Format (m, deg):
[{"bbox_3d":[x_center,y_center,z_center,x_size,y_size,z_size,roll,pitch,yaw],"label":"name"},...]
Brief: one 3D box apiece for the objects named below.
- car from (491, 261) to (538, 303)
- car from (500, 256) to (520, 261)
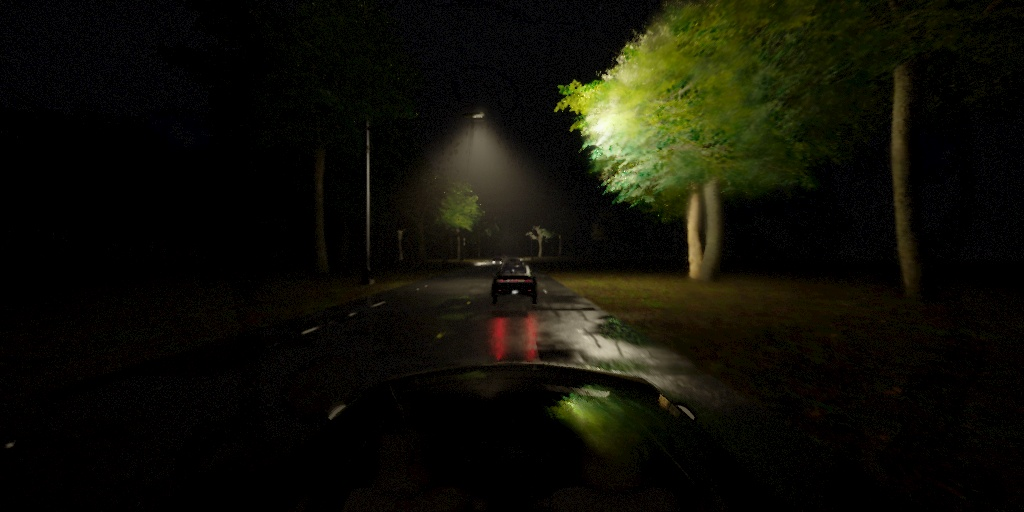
[{"bbox_3d":[0.100,1.132,15.829,2.128,1.511,4.902,0,0,0],"label":"car"},{"bbox_3d":[0.097,1.005,34.122,1.837,1.490,4.892,0,0,0],"label":"car"}]
